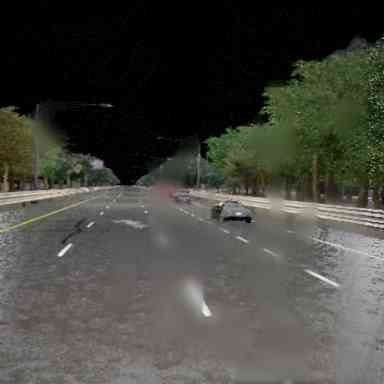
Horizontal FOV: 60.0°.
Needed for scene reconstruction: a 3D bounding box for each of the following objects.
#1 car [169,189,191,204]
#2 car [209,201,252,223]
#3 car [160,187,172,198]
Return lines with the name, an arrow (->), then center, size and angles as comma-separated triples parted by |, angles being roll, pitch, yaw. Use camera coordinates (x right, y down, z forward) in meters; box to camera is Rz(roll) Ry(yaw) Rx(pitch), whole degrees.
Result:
car -> -1.362, 0.770, 43.495 | 2.128, 1.511, 4.902 | 1, 1, -11
car -> 2.528, 1.286, 22.592 | 1.994, 1.385, 4.181 | 1, 1, -11
car -> -4.792, 0.095, 63.154 | 2.150, 2.045, 5.566 | 1, 1, -7
